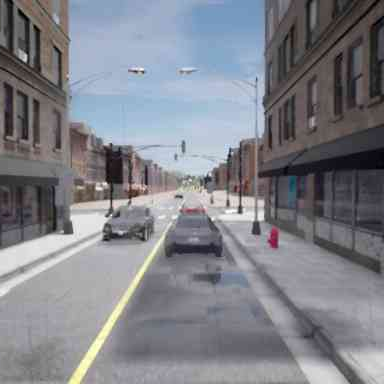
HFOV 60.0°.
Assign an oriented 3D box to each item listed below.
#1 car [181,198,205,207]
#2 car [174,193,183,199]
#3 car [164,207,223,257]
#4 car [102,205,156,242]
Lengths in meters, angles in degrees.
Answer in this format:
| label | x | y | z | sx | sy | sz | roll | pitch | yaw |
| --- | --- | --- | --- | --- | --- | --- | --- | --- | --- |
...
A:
| label | x | y | z | sx | sy | sz | roll | pitch | yaw |
| --- | --- | --- | --- | --- | --- | --- | --- | --- | --- |
| car | 0.048 | 1.388 | 25.981 | 1.895 | 1.301 | 4.718 | 0 | 0 | 1 |
| car | -2.758 | 0.779 | 69.467 | 1.895 | 1.301 | 4.718 | 0 | 1 | 0 |
| car | 0.064 | 1.475 | 12.533 | 1.994 | 1.385 | 4.181 | 0 | 0 | 0 |
| car | -2.820 | 1.392 | 15.654 | 1.837 | 1.490 | 4.892 | 0 | 0 | 0 |
